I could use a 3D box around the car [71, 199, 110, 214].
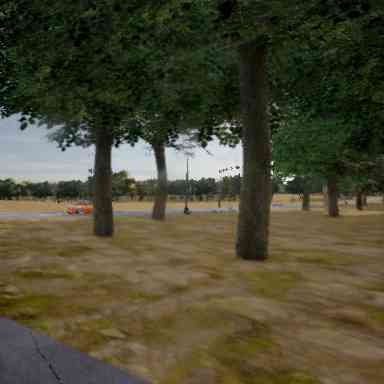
[{"bbox_3d":[-15.458,2.191,50.958,2.150,2.045,5.566,0,0,37],"label":"car"}]

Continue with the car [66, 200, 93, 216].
[{"bbox_3d":[-13.383,2.026,42.040,2.097,1.767,4.553,0,-2,37],"label":"car"}]
